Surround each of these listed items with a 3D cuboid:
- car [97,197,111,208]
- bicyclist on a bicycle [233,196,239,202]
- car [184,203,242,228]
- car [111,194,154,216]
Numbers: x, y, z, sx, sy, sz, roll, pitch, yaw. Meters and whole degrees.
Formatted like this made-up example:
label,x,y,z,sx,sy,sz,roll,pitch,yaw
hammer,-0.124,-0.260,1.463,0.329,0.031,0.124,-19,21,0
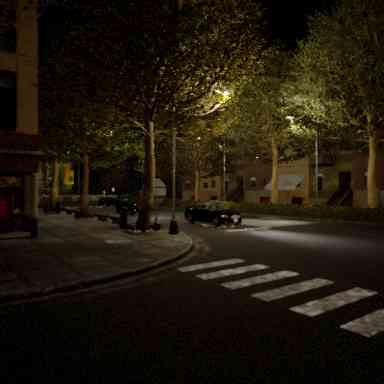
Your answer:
label,x,y,z,sx,sy,sz,roll,pitch,yaw
car,-12.516,1.515,49.096,1.837,1.490,4.892,0,0,-34
bicyclist on a bicycle,4.943,1.314,37.759,1.656,1.620,0.582,0,0,-35
car,1.350,1.499,22.768,2.128,1.511,4.902,0,0,-34
car,-5.839,1.224,33.173,2.150,2.045,5.566,0,1,-34
